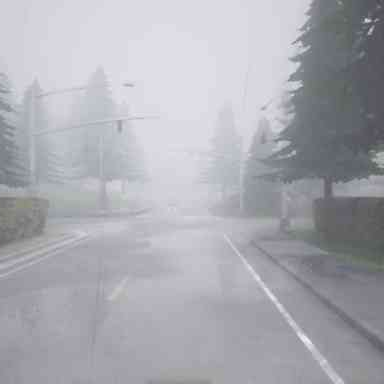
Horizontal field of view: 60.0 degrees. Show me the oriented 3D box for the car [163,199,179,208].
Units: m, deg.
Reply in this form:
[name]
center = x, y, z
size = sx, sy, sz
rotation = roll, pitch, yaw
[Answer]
[car]
center = -3.313, 1.980, 58.172
size = 2.033, 1.411, 5.357
rotation = 0, 0, 2
